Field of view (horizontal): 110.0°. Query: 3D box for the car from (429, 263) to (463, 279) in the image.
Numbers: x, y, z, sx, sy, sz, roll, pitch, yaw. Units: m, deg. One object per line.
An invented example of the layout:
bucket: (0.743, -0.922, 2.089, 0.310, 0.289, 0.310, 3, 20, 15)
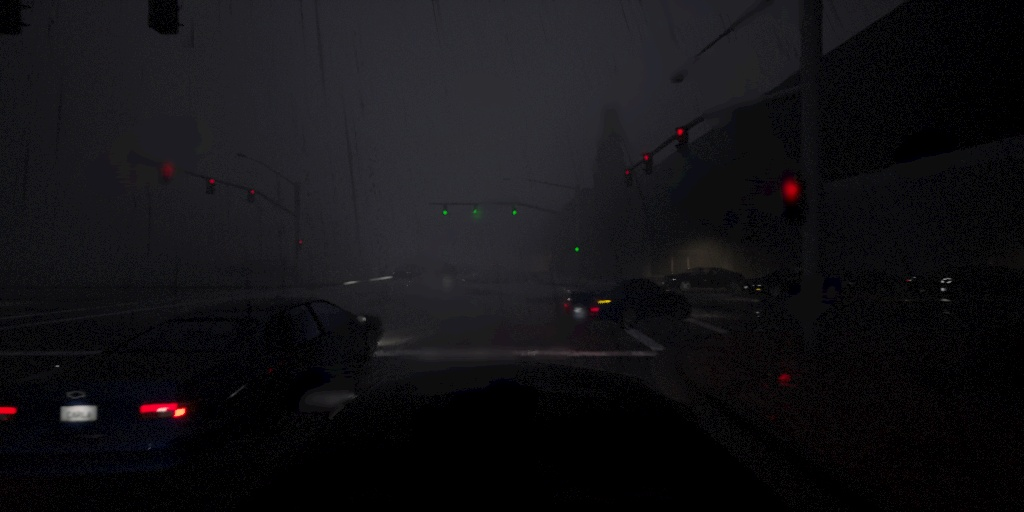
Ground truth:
car: (-7.070, 1.627, 38.756, 2.128, 1.511, 4.902, 0, -1, 1)

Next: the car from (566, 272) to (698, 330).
car: (3.761, 1.375, 11.464, 4.674, 1.442, 1.812, 0, -2, -36)

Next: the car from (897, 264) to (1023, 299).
car: (24.141, 1.275, 19.145, 4.553, 1.767, 2.097, 0, -1, 0)

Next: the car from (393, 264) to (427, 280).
car: (-10.613, 1.593, 36.723, 1.882, 1.535, 5.008, 0, -1, 1)

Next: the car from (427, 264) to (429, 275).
car: (-10.384, 1.717, 46.059, 1.837, 1.490, 4.892, 0, -1, 2)

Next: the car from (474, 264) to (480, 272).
car: (-6.470, 1.938, 58.262, 1.895, 1.301, 4.718, 0, -1, 2)

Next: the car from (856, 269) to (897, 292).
car: (21.758, 1.507, 22.661, 5.357, 1.411, 2.033, 0, -1, 0)

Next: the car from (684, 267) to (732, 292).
car: (12.019, 1.455, 22.726, 4.902, 1.511, 2.128, 0, -1, 0)

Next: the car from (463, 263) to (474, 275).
car: (-6.817, 1.712, 48.297, 1.882, 1.535, 5.008, 0, -1, 2)

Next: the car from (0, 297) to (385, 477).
car: (-3.592, 1.337, 5.391, 2.033, 1.411, 5.357, 0, -1, -2)

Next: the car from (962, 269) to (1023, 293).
car: (31.716, 1.520, 22.580, 4.181, 1.385, 1.994, 0, -1, 1)

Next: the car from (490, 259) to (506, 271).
car: (-2.738, 1.629, 65.181, 2.150, 2.045, 5.566, 0, -1, 2)

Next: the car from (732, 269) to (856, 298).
car: (14.935, 1.431, 19.207, 4.892, 1.490, 1.837, 0, -1, 0)
